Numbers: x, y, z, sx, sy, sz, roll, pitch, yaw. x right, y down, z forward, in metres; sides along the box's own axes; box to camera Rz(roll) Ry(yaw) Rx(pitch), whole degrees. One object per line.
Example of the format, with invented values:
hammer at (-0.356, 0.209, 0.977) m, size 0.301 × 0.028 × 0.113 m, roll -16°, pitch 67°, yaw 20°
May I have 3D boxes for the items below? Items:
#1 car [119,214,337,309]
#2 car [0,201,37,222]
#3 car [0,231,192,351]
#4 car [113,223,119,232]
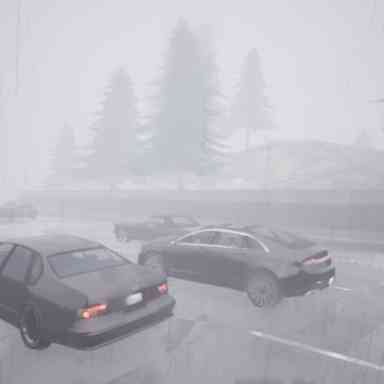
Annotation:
car at (0.787, 1.496, 7.941) m, size 4.902 × 1.511 × 2.128 m, roll 0°, pitch 0°, yaw 37°
car at (-13.706, 1.424, 25.965) m, size 2.128 × 1.511 × 4.902 m, roll 0°, pitch 0°, yaw -43°
car at (-2.779, 1.535, 6.221) m, size 5.357 × 1.411 × 2.033 m, roll 0°, pitch 0°, yaw 38°
car at (-1.236, 1.595, 14.014) m, size 4.718 × 1.301 × 1.895 m, roll 0°, pitch 0°, yaw 40°
